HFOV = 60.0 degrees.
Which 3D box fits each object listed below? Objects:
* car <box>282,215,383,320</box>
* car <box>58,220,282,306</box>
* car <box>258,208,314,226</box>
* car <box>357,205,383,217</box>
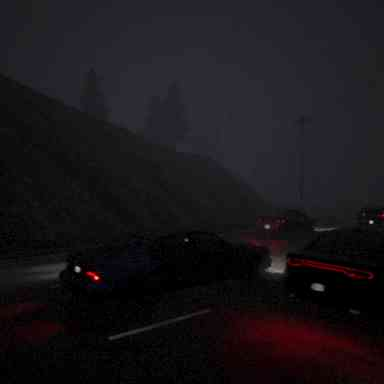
[{"bbox_3d":[4.055,1.521,7.437,5.008,1.535,1.882,0,0,-41],"label":"car"},{"bbox_3d":[-0.330,1.581,8.140,5.357,1.411,2.033,0,0,-40],"label":"car"},{"bbox_3d":[5.377,1.622,18.888,1.812,1.442,4.674,0,0,40],"label":"car"},{"bbox_3d":[12.601,1.639,22.921,1.837,1.490,4.892,0,0,33],"label":"car"}]
